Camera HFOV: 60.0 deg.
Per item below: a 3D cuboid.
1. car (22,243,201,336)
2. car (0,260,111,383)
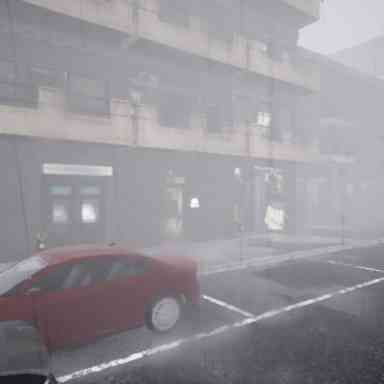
[{"bbox_3d":[-1.939,1.546,5.170,4.507,1.381,1.887,0,0,-35],"label":"car"},{"bbox_3d":[-3.053,1.491,1.189,4.902,1.511,2.128,0,0,-35],"label":"car"}]
